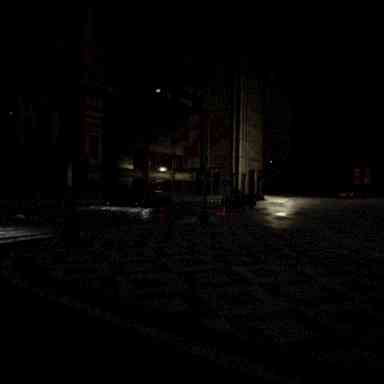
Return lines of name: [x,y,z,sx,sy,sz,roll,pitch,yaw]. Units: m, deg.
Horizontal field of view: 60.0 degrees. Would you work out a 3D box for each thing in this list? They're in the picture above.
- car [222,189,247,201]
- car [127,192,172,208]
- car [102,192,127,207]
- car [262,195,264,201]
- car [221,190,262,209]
car: [6.865,0.450,53.107,2.097,1.767,4.553,2,1,35]
car: [-3.784,0.766,32.475,1.812,1.442,4.674,2,1,35]
car: [-6.572,0.710,34.161,2.033,1.411,5.357,2,1,35]
car: [9.574,0.742,51.319,1.994,1.385,4.181,2,1,35]
car: [4.722,0.873,33.102,2.128,1.511,4.902,2,1,35]
